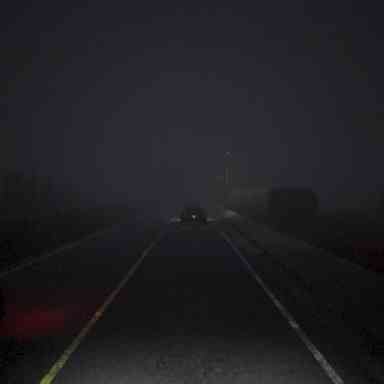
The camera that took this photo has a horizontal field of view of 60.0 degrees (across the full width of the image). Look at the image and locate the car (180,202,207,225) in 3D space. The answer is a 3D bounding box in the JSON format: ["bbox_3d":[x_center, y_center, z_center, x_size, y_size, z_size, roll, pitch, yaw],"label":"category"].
[{"bbox_3d":[0.112,1.704,25.600,1.994,1.385,4.181,0,0,-1],"label":"car"}]

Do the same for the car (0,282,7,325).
[{"bbox_3d":[-3.566,1.544,2.989,1.812,1.442,4.674,0,0,0],"label":"car"}]
